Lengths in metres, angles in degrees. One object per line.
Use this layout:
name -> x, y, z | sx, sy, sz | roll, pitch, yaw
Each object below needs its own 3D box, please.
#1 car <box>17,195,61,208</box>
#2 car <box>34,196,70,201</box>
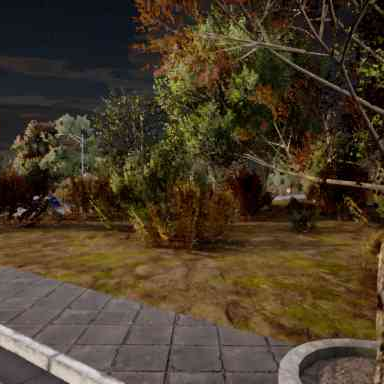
car -> -20.038, 1.222, 43.862 | 1.882, 1.535, 5.008 | 0, 0, 32
car -> -17.523, 1.247, 41.286 | 1.882, 1.535, 5.008 | 0, 0, 32
